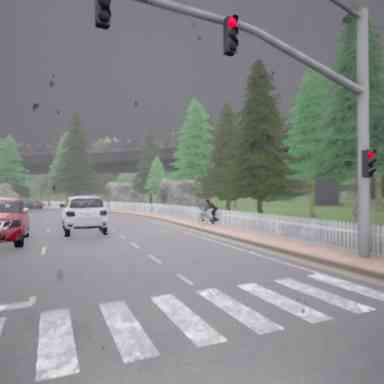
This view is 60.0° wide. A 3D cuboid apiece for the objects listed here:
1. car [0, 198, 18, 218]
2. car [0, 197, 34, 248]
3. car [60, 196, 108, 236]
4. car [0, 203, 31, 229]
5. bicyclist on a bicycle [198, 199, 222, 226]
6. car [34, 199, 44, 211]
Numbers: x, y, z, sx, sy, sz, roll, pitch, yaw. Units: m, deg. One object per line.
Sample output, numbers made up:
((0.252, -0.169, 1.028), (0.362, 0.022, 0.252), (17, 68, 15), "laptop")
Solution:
((-18.689, 1.465, 31.779), (4.553, 1.767, 2.097), (0, 0, 41), "car")
((-8.549, 1.268, 14.834), (2.150, 2.045, 5.566), (-1, 0, -22), "car")
((-6.156, 1.239, 18.849), (2.150, 2.045, 5.566), (-1, 0, -23), "car")
((-12.557, 1.595, 23.562), (1.812, 1.442, 4.674), (-1, 0, -29), "car")
((1.108, 1.249, 20.333), (1.656, 1.620, 0.582), (-1, 0, -22), "bicyclist on a bicycle")
((-20.799, 1.608, 41.767), (4.902, 1.511, 2.128), (0, 0, 29), "car")
